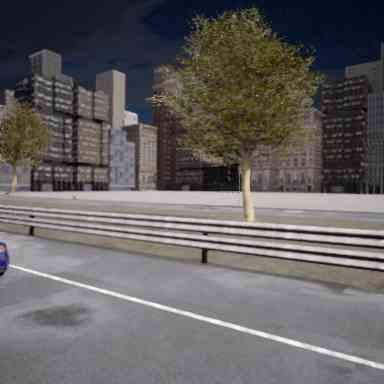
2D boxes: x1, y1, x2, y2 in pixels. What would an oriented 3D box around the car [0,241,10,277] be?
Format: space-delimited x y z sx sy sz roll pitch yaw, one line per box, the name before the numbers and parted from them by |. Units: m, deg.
car | -6.524 1.457 8.642 4.674 1.442 1.812 1 0 36
